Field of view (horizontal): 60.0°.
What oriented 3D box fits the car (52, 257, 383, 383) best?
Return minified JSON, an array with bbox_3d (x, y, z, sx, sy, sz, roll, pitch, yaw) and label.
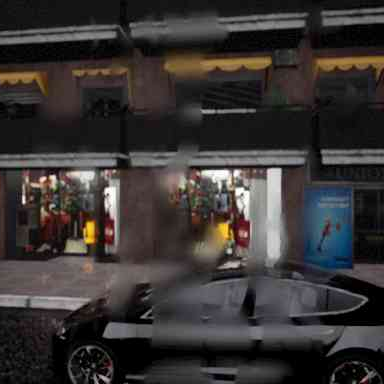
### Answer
[{"bbox_3d":[0.464,1.560,4.242,4.313,1.339,1.947,0,0,7],"label":"car"}]
